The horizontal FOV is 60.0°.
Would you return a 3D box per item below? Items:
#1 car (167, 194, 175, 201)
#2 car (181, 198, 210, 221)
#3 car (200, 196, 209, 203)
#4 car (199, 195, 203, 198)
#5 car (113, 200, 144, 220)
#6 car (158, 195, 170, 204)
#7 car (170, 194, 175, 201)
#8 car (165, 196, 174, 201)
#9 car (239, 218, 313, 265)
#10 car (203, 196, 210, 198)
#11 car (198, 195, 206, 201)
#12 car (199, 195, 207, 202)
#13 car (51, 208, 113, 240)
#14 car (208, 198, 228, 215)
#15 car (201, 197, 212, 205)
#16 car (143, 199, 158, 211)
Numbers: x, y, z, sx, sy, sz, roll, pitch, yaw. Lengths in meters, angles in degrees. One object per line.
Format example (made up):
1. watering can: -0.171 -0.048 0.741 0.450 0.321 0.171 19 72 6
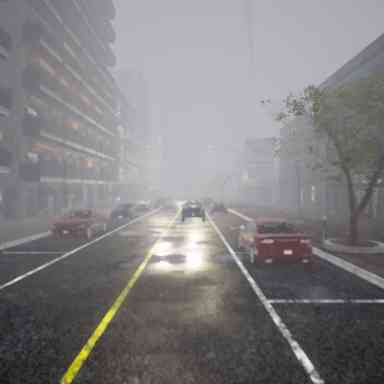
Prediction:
1. car: -5.681 1.490 91.027 1.967 1.590 4.097 -1 0 0
2. car: 0.107 1.503 27.390 2.128 1.511 4.902 0 0 0
3. car: 2.697 1.584 73.963 1.887 1.381 4.507 -1 0 0
4. car: 0.110 1.514 45.835 2.128 1.511 4.902 0 0 0
5. car: -5.693 1.579 28.575 1.947 1.339 4.313 -1 0 0
6. car: -5.686 1.599 62.639 1.947 1.339 4.313 -1 0 0
7. car: -5.682 1.625 79.672 1.802 1.307 4.206 -1 0 0
8. car: -5.681 1.612 85.350 1.947 1.339 4.313 -1 0 0
9. car: 2.683 1.550 11.512 1.887 1.381 4.507 -1 0 0
10. car: 2.694 1.595 56.931 1.947 1.339 4.313 -1 0 0
11. car: 2.701 1.615 90.996 1.947 1.339 4.313 -1 0 0
12. car: 2.698 1.568 79.811 1.752 1.417 4.829 -1 0 0
13. car: -5.696 1.553 17.220 1.887 1.381 4.507 -1 0 0
14. car: 2.689 1.598 34.222 1.802 1.307 4.206 -1 0 0
15. car: 2.695 1.583 62.609 2.008 1.369 4.403 -1 0 0
16. car: -5.691 1.570 39.929 2.008 1.369 4.403 -1 0 0
